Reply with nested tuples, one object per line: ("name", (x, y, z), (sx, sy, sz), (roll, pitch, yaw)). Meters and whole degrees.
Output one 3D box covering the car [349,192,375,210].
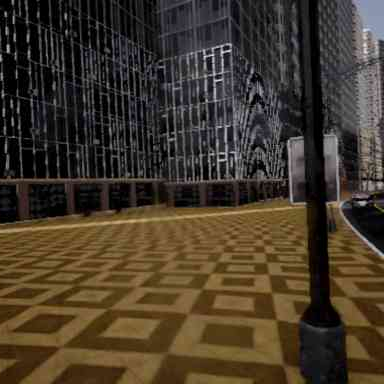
("car", (16.086, 0.808, 31.589), (2.128, 1.511, 4.902), (-2, 0, 24))
